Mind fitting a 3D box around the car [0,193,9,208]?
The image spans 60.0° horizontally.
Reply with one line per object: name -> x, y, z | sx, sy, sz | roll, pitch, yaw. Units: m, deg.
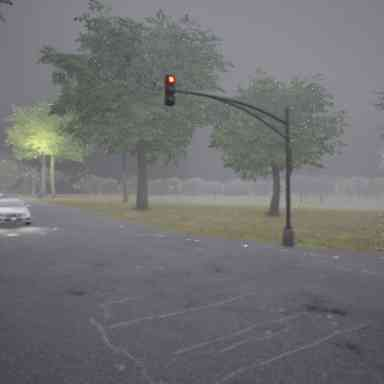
car -> -21.085, 0.865, 36.230 | 1.812, 1.442, 4.674 | 1, 0, -32

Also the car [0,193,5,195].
car -> -15.675, 1.054, 27.649 | 1.994, 1.385, 4.181 | 1, 1, -31

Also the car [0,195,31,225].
car -> -10.960, 1.157, 20.144 | 1.812, 1.442, 4.674 | 1, 1, -32
